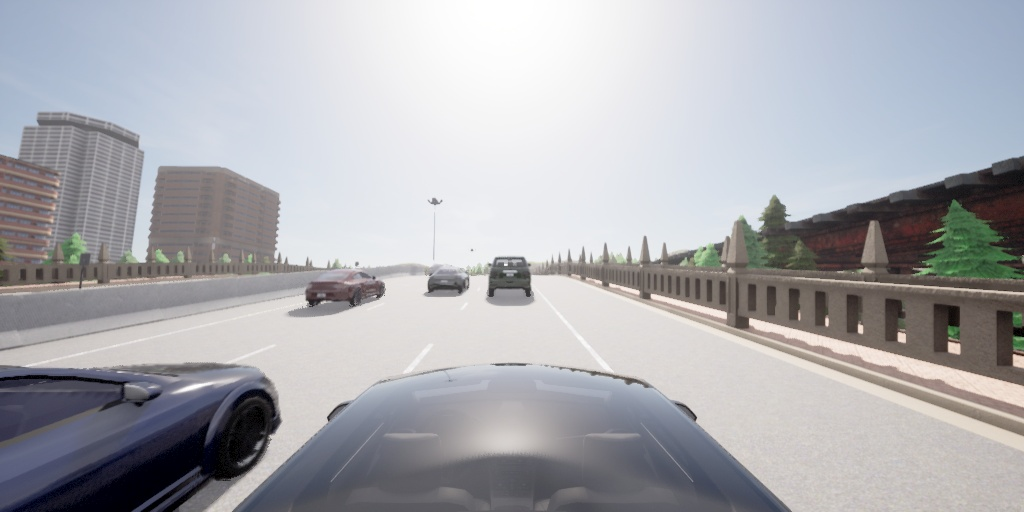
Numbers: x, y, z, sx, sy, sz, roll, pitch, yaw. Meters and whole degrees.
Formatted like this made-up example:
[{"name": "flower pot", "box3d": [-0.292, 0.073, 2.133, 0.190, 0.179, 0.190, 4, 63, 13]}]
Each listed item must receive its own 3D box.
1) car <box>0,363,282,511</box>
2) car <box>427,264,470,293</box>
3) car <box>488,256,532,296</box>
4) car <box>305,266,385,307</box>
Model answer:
[{"name": "car", "box3d": [-3.402, 1.314, 2.054, 1.994, 1.385, 4.181, 0, 0, -1]}, {"name": "car", "box3d": [-3.649, 1.337, 21.149, 1.994, 1.385, 4.181, 0, 0, -1]}, {"name": "car", "box3d": [-0.130, 0.993, 19.707, 2.150, 2.045, 5.566, 0, 0, -1]}, {"name": "car", "box3d": [-7.077, 1.293, 15.557, 1.812, 1.442, 4.674, 0, 0, -1]}]
